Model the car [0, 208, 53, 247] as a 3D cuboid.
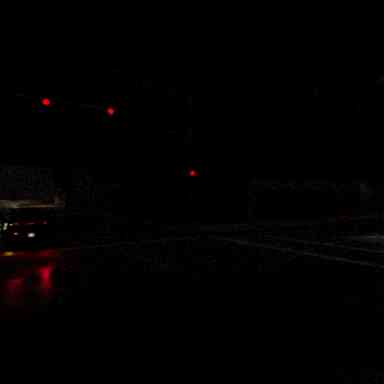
[{"bbox_3d":[-7.684,1.495,15.327,2.128,1.511,4.902,0,0,-32],"label":"car"}]
